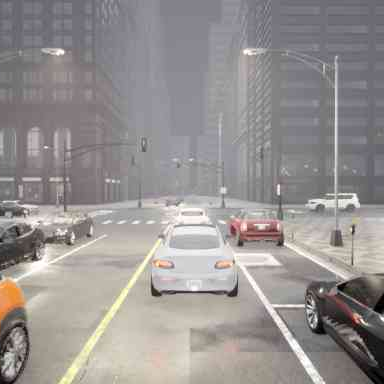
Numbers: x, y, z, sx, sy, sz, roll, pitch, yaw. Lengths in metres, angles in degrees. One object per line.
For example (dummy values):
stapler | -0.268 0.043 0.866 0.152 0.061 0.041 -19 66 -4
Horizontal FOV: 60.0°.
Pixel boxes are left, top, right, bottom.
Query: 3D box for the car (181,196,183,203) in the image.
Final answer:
car | -3.037 1.537 60.585 1.837 1.490 4.892 0 0 0

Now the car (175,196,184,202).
car | -3.039 1.614 80.326 1.994 1.385 4.181 0 0 0

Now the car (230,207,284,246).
car | 2.768 1.442 15.120 1.967 1.590 4.097 0 0 0

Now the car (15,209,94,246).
car | -5.756 1.552 15.123 2.008 1.369 4.403 0 0 0

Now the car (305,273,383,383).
car | 2.763 1.566 3.848 1.947 1.339 4.313 0 0 0

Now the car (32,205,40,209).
car | -17.627 1.581 33.215 4.674 1.442 1.812 0 0 3

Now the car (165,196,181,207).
car | -3.016 1.548 51.411 1.812 1.442 4.674 0 0 0

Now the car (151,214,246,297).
car | 0.067 1.526 8.457 1.812 1.442 4.674 0 0 1

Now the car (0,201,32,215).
car | -17.620 1.549 29.962 5.008 1.535 1.882 0 0 -1

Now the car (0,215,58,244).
car | -5.759 1.566 9.486 1.947 1.339 4.313 0 0 0

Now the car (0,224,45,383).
car | -3.089 1.352 2.254 2.097 1.767 4.553 0 0 0

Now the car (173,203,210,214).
car | 0.011 1.528 17.559 1.812 1.442 4.674 0 0 0

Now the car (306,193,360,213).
car | 15.512 1.180 36.724 5.566 2.045 2.150 0 0 0
